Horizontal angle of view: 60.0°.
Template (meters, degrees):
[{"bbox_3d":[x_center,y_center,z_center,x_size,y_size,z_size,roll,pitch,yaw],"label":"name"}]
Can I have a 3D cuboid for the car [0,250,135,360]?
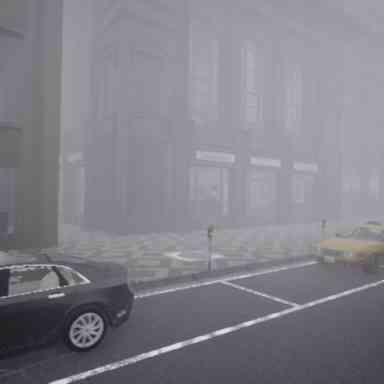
[{"bbox_3d":[-2.963,1.573,4.623,4.403,1.369,2.008,1,0,-36],"label":"car"}]

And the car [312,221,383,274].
[{"bbox_3d":[5.974,1.686,11.170,4.829,1.417,1.752,1,0,-36],"label":"car"}]
